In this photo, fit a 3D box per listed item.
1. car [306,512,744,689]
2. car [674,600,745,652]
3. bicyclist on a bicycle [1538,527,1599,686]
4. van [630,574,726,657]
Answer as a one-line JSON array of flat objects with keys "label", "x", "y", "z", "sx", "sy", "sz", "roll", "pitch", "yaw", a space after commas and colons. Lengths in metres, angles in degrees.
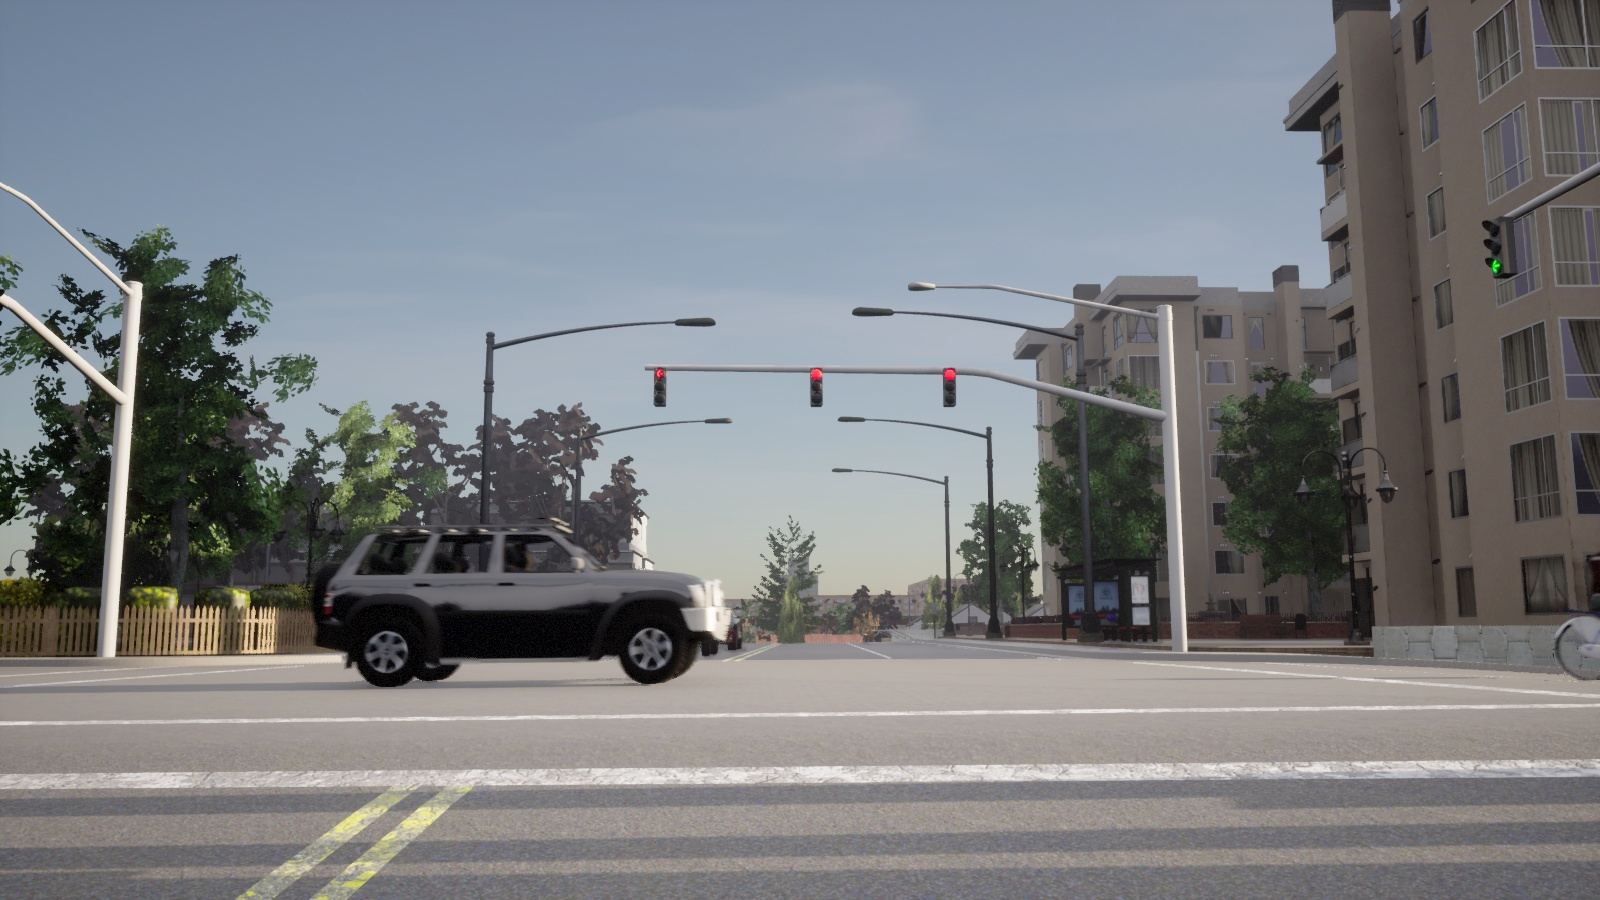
[{"label": "car", "x": -2.994, "y": 1.753, "z": 14.522, "sx": 4.605, "sy": 1.855, "sz": 1.932, "roll": -1, "pitch": -8, "yaw": 0}, {"label": "car", "x": -3.058, "y": 6.082, "z": 43.438, "sx": 2.033, "sy": 1.649, "sz": 4.856, "roll": 0, "pitch": -8, "yaw": 1}, {"label": "bicyclist on a bicycle", "x": 9.715, "y": 1.844, "z": 14.561, "sx": 1.843, "sy": 1.776, "sz": 0.659, "roll": 2, "pitch": -8, "yaw": 0}, {"label": "van", "x": -3.158, "y": 4.443, "z": 33.520, "sx": 2.069, "sy": 2.038, "sz": 4.480, "roll": 0, "pitch": -8, "yaw": 1}]
